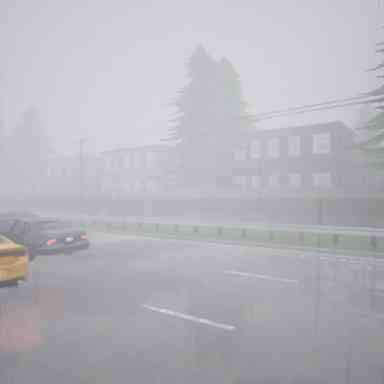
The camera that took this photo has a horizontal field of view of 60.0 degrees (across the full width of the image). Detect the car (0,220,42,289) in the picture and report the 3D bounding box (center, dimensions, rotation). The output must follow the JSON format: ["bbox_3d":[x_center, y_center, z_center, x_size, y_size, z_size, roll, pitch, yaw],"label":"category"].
[{"bbox_3d":[-6.087,1.580,8.333,5.008,1.535,1.882,-1,0,35],"label":"car"}]

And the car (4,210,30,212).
[{"bbox_3d":[-10.783,1.780,20.278,4.181,1.385,1.994,-1,0,35],"label":"car"}]

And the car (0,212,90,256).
[{"bbox_3d":[-6.189,1.677,12.704,5.357,1.411,2.033,-1,0,35],"label":"car"}]
